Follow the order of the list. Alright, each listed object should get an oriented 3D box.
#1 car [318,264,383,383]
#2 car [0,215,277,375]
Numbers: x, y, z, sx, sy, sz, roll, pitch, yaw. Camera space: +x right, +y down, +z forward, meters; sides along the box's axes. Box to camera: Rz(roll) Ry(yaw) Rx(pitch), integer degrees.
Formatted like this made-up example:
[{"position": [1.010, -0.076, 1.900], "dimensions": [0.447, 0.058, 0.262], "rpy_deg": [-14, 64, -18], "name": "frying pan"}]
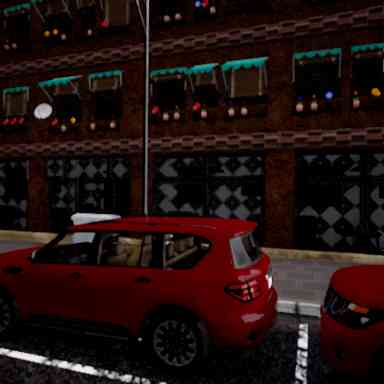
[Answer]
[{"position": [4.055, 1.325, 3.552], "dimensions": [5.009, 1.841, 2.192], "rpy_deg": [0, 1, 20], "name": "car"}, {"position": [-1.170, 1.327, 5.419], "dimensions": [5.009, 1.841, 2.192], "rpy_deg": [0, 1, 20], "name": "car"}]
